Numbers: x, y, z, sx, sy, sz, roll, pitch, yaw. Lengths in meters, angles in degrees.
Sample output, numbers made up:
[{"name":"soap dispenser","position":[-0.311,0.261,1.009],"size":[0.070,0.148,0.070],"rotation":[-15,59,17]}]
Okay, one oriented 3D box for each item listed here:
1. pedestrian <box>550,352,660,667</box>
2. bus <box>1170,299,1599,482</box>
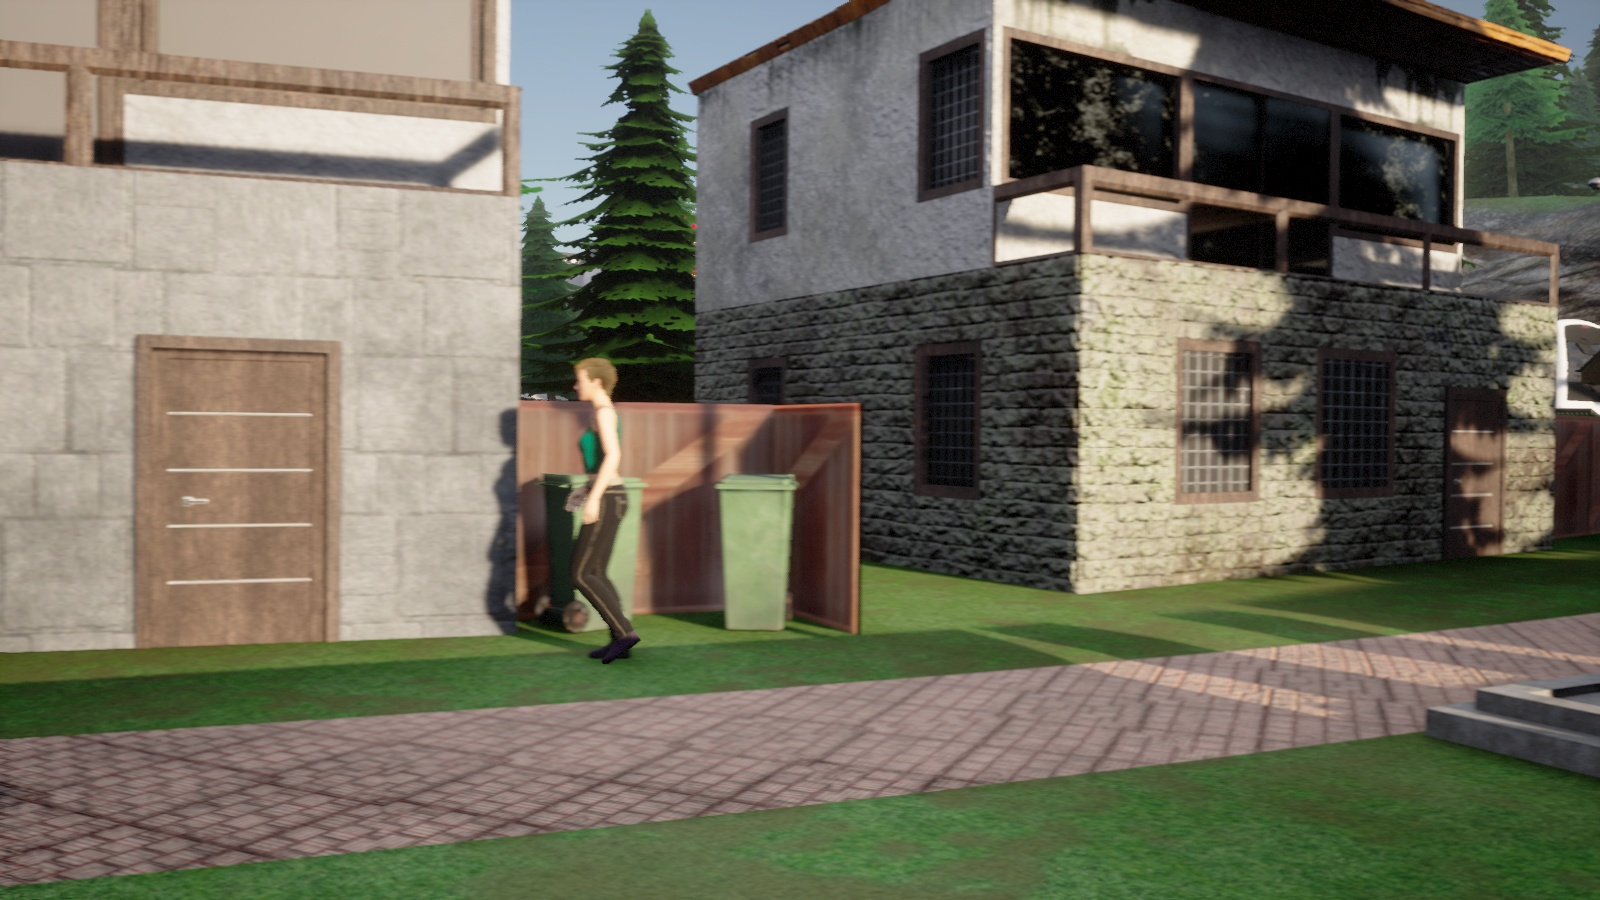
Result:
[{"name":"pedestrian","position":[-1.156,0.345,7.500],"size":[0.594,1.836,0.345],"rotation":[-1,1,-2]},{"name":"bus","position":[15.713,-1.458,34.548],"size":[3.944,4.253,10.273],"rotation":[-1,1,-37]}]
